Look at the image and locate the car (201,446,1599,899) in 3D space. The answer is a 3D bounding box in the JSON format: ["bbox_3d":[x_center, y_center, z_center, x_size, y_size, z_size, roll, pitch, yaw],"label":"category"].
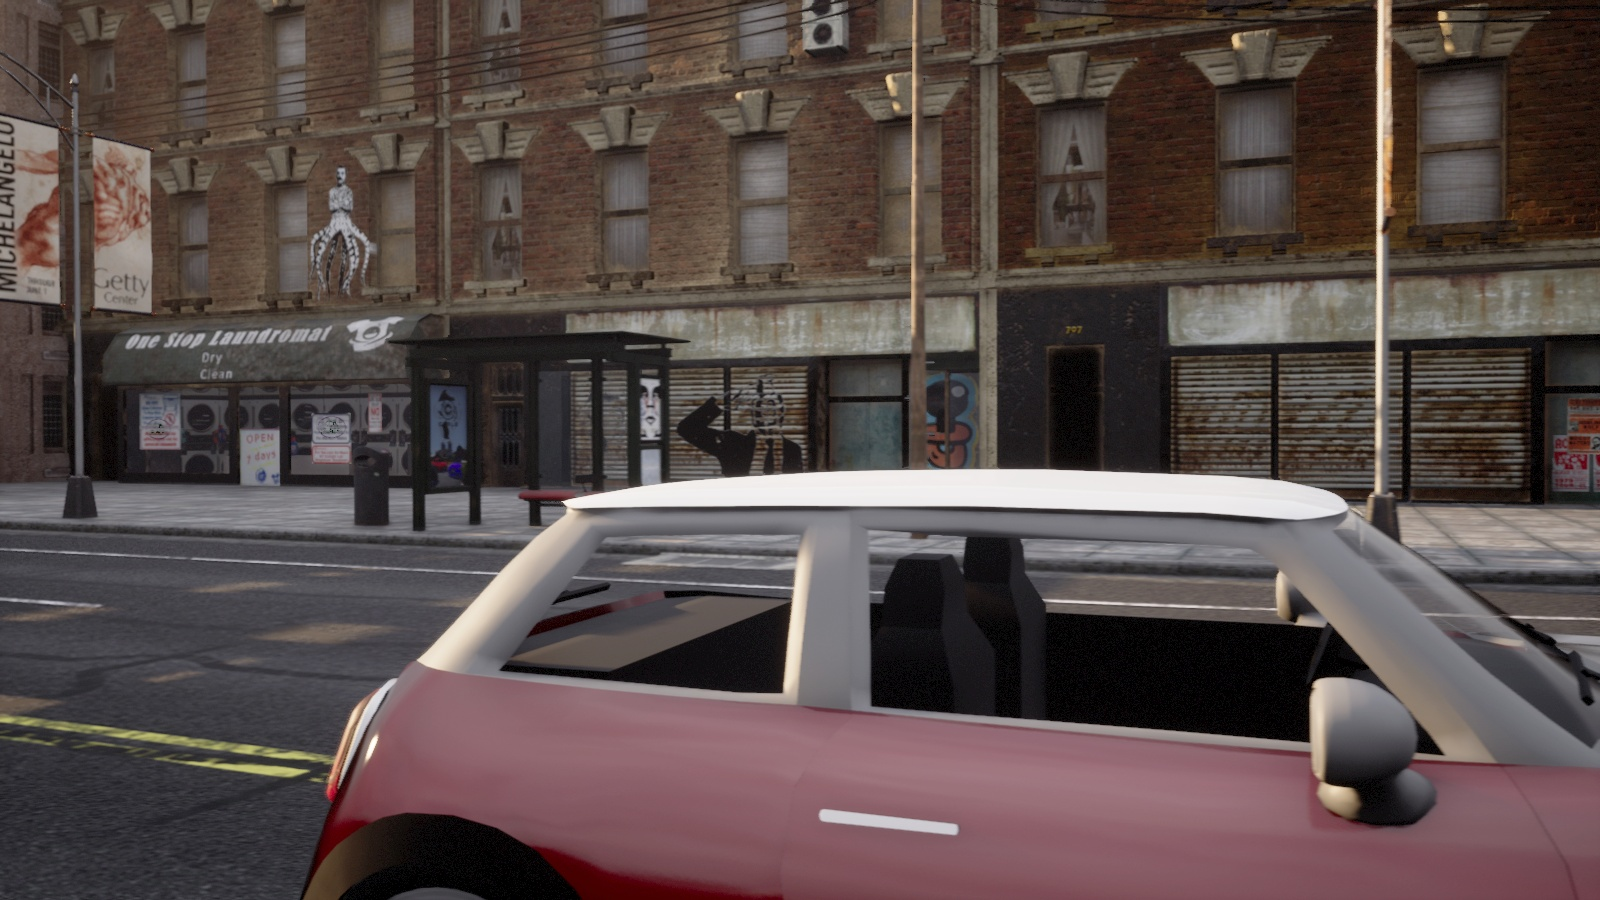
[{"bbox_3d":[0.888,0.753,2.899,3.806,1.475,1.970,1,1,19],"label":"car"}]
